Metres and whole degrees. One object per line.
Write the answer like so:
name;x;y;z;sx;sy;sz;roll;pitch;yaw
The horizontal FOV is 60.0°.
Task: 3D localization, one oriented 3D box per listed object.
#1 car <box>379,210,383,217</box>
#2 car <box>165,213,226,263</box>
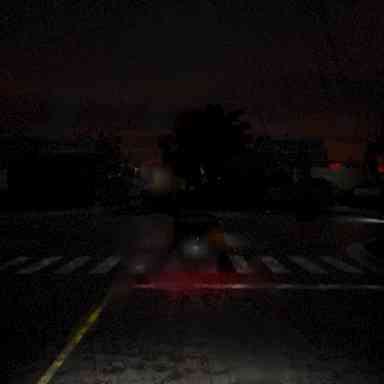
car;18.426;1.625;27.310;5.357;1.411;2.033;0;0;-1
car;0.150;1.510;12.069;1.882;1.535;5.008;0;0;1
